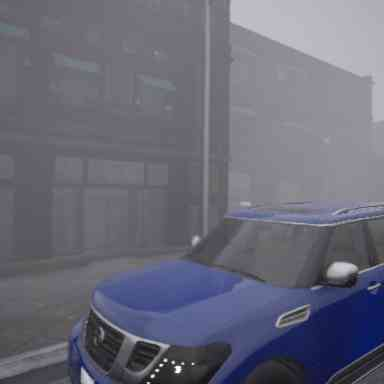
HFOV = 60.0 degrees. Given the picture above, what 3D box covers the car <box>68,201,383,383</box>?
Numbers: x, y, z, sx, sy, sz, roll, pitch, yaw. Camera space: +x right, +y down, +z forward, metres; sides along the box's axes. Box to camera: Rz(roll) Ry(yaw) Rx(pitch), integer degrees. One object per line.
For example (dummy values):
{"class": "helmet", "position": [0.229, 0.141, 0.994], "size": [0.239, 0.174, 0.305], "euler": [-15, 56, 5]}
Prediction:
{"class": "car", "position": [1.375, 1.190, 4.367], "size": [5.566, 2.045, 2.150], "euler": [-1, 0, -36]}
